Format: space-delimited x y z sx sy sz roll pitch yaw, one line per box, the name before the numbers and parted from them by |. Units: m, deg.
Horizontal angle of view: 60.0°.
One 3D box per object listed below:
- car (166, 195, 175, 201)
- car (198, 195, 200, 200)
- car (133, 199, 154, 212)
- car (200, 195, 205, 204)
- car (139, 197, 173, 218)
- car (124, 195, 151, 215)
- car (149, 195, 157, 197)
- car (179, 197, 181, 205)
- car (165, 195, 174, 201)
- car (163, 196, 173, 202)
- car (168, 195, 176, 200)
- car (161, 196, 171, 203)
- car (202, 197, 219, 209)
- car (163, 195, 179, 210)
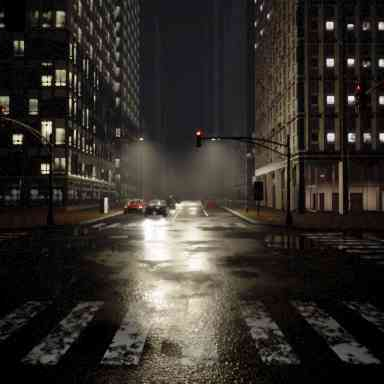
car | -5.722 1.587 89.569 2.008 1.369 4.403 1 0 0
car | 2.672 1.590 61.767 1.947 1.339 4.313 1 0 0
car | -5.697 1.597 39.393 1.802 1.307 4.206 1 0 0
car | 2.676 1.547 56.360 1.752 1.417 4.829 1 0 0
car | -3.115 1.502 30.029 2.128 1.511 4.902 0 0 0
car | -5.691 1.453 33.818 1.967 1.590 4.097 1 0 0
car | -5.694 1.332 44.968 2.192 1.841 5.009 1 0 0
car | -3.067 1.501 61.003 1.882 1.535 5.008 0 0 0
car | -5.719 1.578 83.994 1.887 1.381 4.507 1 0 0
car | -5.716 1.582 78.419 2.008 1.369 4.403 1 0 0
car | -5.726 1.605 95.144 1.947 1.339 4.313 1 0 0
car | -5.713 1.573 72.844 1.887 1.381 4.507 1 0 0
car | 2.680 1.599 45.034 1.802 1.307 4.206 1 0 0
car | -3.122 1.522 43.943 1.837 1.490 4.892 0 0 0
